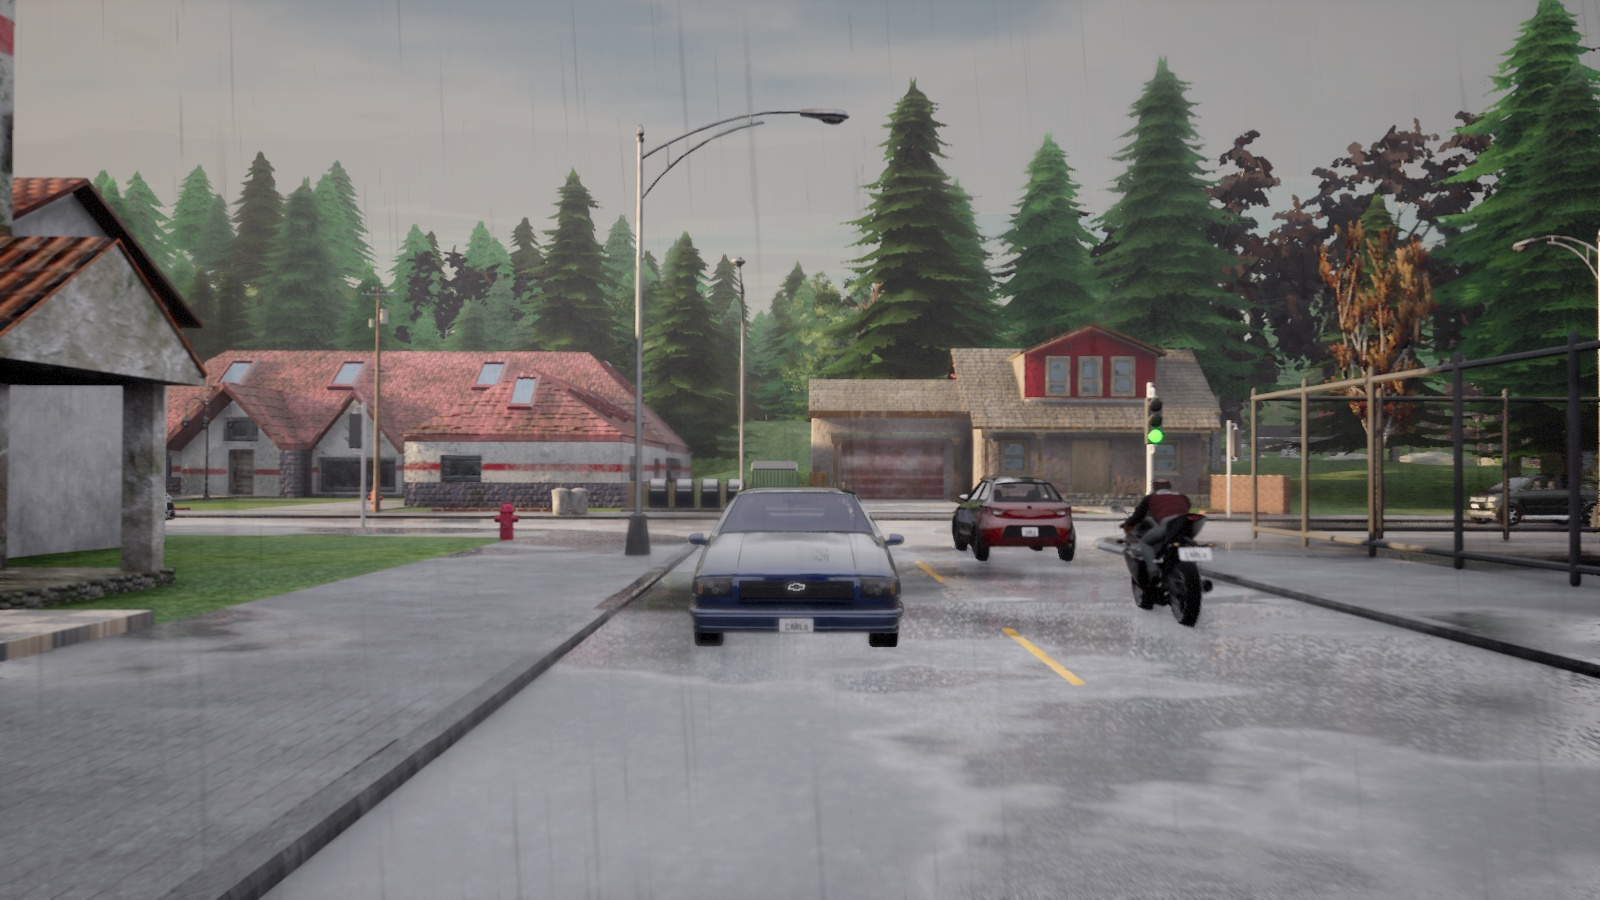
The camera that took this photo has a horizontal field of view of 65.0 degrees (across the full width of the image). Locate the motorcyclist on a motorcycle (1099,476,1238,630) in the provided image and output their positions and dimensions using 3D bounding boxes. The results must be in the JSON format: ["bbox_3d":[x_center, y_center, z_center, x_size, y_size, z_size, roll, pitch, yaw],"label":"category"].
[{"bbox_3d":[3.972,1.060,13.753,0.866,1.530,2.191,0,-1,0],"label":"motorcyclist on a motorcycle"}]

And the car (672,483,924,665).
[{"bbox_3d":[-0.027,1.074,12.838,2.033,1.411,5.357,0,-1,0],"label":"car"}]

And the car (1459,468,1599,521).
[{"bbox_3d":[22.085,1.326,37.656,3.705,1.549,1.789,0,-1,-1],"label":"car"}]

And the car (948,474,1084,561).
[{"bbox_3d":[3.948,1.202,23.616,1.816,1.474,4.193,0,-1,0],"label":"car"}]

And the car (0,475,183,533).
[{"bbox_3d":[-18.849,1.409,33.526,3.806,1.475,1.970,0,-1,-1],"label":"car"}]
